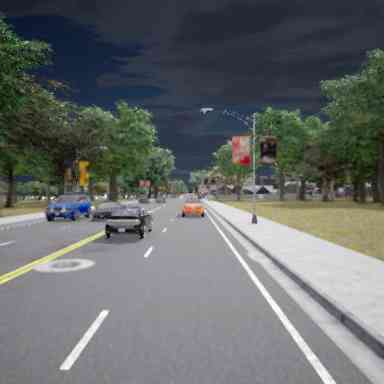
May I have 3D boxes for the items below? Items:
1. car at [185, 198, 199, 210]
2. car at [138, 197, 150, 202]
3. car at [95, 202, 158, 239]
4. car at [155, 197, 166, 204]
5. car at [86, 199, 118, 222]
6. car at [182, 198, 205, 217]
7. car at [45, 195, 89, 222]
[{"bbox_3d":[0.059,1.596,45.748,1.837,1.490,4.892,0,0,1],"label":"car"},{"bbox_3d":[-9.734,1.724,68.210,2.033,1.411,5.357,0,0,0],"label":"car"},{"bbox_3d":[-3.147,1.503,17.302,2.128,1.511,4.902,0,0,0],"label":"car"},{"bbox_3d":[-6.485,1.738,68.222,1.994,1.385,4.181,0,0,0],"label":"car"},{"bbox_3d":[-6.590,1.508,26.807,1.882,1.535,5.008,0,0,0],"label":"car"},{"bbox_3d":[0.107,1.397,32.036,2.097,1.767,4.553,0,0,0],"label":"car"},{"bbox_3d":[-9.843,1.253,27.064,2.150,2.045,5.566,0,0,0],"label":"car"}]
